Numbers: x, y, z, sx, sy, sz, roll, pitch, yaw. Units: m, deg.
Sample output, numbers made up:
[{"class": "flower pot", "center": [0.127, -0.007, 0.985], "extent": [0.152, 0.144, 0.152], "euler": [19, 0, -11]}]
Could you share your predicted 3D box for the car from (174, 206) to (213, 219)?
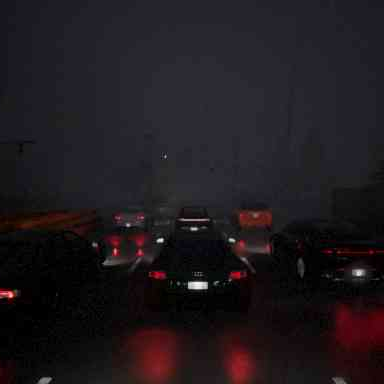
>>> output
[{"class": "car", "center": [0.097, 1.492, 17.635], "extent": [2.128, 1.511, 4.902], "euler": [0, 0, 0]}]

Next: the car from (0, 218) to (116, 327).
[{"class": "car", "center": [-3.400, 1.547, 7.369], "extent": [2.033, 1.411, 5.357], "euler": [0, 0, 0]}]

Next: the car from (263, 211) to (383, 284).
[{"class": "car", "center": [3.598, 1.504, 9.611], "extent": [1.837, 1.490, 4.892], "euler": [0, 0, 0]}]

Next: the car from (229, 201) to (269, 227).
[{"class": "car", "center": [3.597, 1.352, 20.928], "extent": [2.097, 1.767, 4.553], "euler": [0, 0, 0]}]

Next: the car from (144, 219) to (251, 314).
[{"class": "car", "center": [0.099, 1.564, 7.686], "extent": [1.994, 1.385, 4.181], "euler": [0, 0, 0]}]

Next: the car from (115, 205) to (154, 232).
[{"class": "car", "center": [-3.406, 1.526, 20.048], "extent": [1.812, 1.442, 4.674], "euler": [0, 0, 0]}]
